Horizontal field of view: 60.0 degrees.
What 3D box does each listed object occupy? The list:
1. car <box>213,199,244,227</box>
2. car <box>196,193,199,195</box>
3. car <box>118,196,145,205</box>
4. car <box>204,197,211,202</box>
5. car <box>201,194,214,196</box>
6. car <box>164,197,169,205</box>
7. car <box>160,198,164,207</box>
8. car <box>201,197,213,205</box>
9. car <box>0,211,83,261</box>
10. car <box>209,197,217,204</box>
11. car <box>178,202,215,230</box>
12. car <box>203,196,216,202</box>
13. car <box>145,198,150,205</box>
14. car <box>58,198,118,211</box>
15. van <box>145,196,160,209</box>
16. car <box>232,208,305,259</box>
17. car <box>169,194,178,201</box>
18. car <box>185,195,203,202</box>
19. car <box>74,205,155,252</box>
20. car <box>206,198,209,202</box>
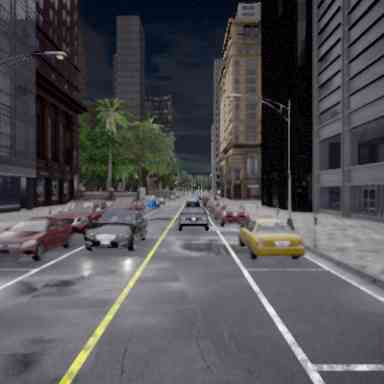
[{"bbox_3d":[2.764,1.479,23.179,1.967,1.590,4.097,0,0,0],"label":"car"},{"bbox_3d":[2.783,1.732,93.012,1.947,1.339,4.313,0,0,0],"label":"car"},{"bbox_3d":[-5.760,1.365,28.618,2.192,1.841,5.009,0,0,0],"label":"car"},{"bbox_3d":[2.769,1.624,39.454,2.008,1.369,4.403,0,0,0],"label":"car"},{"bbox_3d":[2.771,1.410,50.305,2.192,1.841,5.009,0,0,0],"label":"car"},{"bbox_3d":[-5.751,1.699,61.175,1.802,1.307,4.206,0,0,0],"label":"car"},{"bbox_3d":[-5.754,1.536,50.322,1.967,1.590,4.097,0,0,0],"label":"car"},{"bbox_3d":[2.775,1.682,61.155,1.947,1.339,4.313,0,0,0],"label":"car"},{"bbox_3d":[-5.763,1.602,12.340,1.802,1.307,4.206,0,0,0],"label":"car"},{"bbox_3d":[2.766,1.490,28.604,1.967,1.590,4.097,0,0,0],"label":"car"},{"bbox_3d":[0.102,1.583,21.234,2.033,1.411,5.357,0,0,0],"label":"car"},{"bbox_3d":[2.770,1.610,45.049,1.752,1.417,4.829,0,0,0],"label":"car"},{"bbox_3d":[-5.758,1.607,34.044,1.887,1.381,4.507,0,0,0],"label":"car"},{"bbox_3d":[-5.762,1.345,17.766,2.192,1.841,5.009,0,0,0],"label":"car"},{"bbox_3d":[-5.756,1.426,44.896,1.690,1.788,3.998,0,0,0],"label":"van"},{"bbox_3d":[2.762,1.545,12.499,1.752,1.417,4.829,0,0,0],"label":"car"},{"bbox_3d":[-5.742,1.718,93.034,2.008,1.369,4.403,0,0,0],"label":"car"},{"bbox_3d":[0.112,1.564,46.005,1.882,1.535,5.008,0,0,0],"label":"car"},{"bbox_3d":[-3.035,1.515,14.169,2.128,1.511,4.902,0,0,0],"label":"car"},{"bbox_3d":[2.767,1.606,34.029,1.887,1.381,4.507,0,0,0],"label":"car"}]
